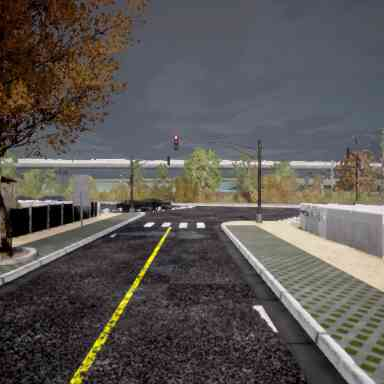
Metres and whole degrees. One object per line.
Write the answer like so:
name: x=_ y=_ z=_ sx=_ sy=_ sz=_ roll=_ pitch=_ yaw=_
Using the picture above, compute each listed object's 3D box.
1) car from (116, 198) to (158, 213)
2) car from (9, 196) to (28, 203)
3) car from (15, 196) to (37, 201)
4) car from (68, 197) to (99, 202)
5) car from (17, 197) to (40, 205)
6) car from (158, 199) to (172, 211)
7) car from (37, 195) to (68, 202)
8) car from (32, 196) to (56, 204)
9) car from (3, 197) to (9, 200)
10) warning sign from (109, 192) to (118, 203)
car: x=-6.758 y=1.655 z=39.109 sx=5.008 sy=1.535 sz=1.882 roll=0 pitch=2 yaw=36
car: x=-38.963 y=1.585 z=74.674 sx=4.892 sy=1.490 sz=1.837 roll=-1 pitch=2 yaw=36
car: x=-29.324 y=1.760 z=59.602 sx=5.008 sy=1.535 sz=1.882 roll=0 pitch=2 yaw=37
car: x=-15.838 y=1.516 z=49.722 sx=4.553 sy=1.767 sz=2.097 roll=-1 pitch=2 yaw=36
car: x=-32.437 y=1.740 z=65.925 sx=4.902 sy=1.511 sz=2.128 roll=-1 pitch=2 yaw=36
car: x=-4.721 y=1.545 z=41.646 sx=5.008 sy=1.535 sz=1.882 roll=-1 pitch=2 yaw=36
car: x=-19.749 y=1.514 z=48.530 sx=5.566 sy=2.045 sz=2.150 roll=-1 pitch=2 yaw=36
car: x=-30.525 y=1.625 z=68.548 sx=4.902 sy=1.511 sz=2.128 roll=-1 pitch=2 yaw=36
car: x=-40.871 y=1.734 z=72.047 sx=5.357 sy=1.411 sz=2.033 roll=-1 pitch=2 yaw=36
warning sign: x=-14.246 y=0.995 z=60.260 sx=1.060 sy=1.860 sz=1.300 roll=2 pitch=1 yaw=36
